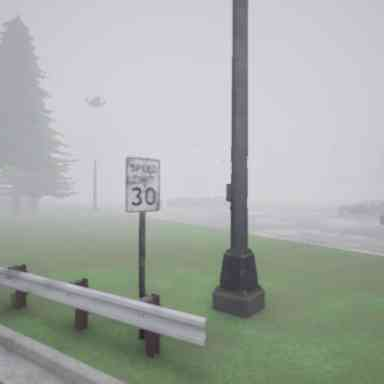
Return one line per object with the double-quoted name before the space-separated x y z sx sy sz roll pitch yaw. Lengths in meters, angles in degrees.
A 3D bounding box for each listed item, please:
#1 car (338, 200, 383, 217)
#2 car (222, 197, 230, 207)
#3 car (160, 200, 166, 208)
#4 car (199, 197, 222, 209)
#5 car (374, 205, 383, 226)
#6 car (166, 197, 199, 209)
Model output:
"car" 15.077 1.463 28.740 2.128 1.511 4.902 0 0 -32
"car" 3.579 1.391 47.164 1.812 1.442 4.674 0 0 -32
"car" -5.537 1.321 41.965 1.882 1.535 5.008 0 0 -32
"car" 1.301 1.356 44.227 2.128 1.511 4.902 0 0 -32
"car" 13.166 1.596 18.571 1.895 1.301 4.718 0 0 -32
"car" -1.664 1.350 42.368 2.128 1.511 4.902 0 0 -32
